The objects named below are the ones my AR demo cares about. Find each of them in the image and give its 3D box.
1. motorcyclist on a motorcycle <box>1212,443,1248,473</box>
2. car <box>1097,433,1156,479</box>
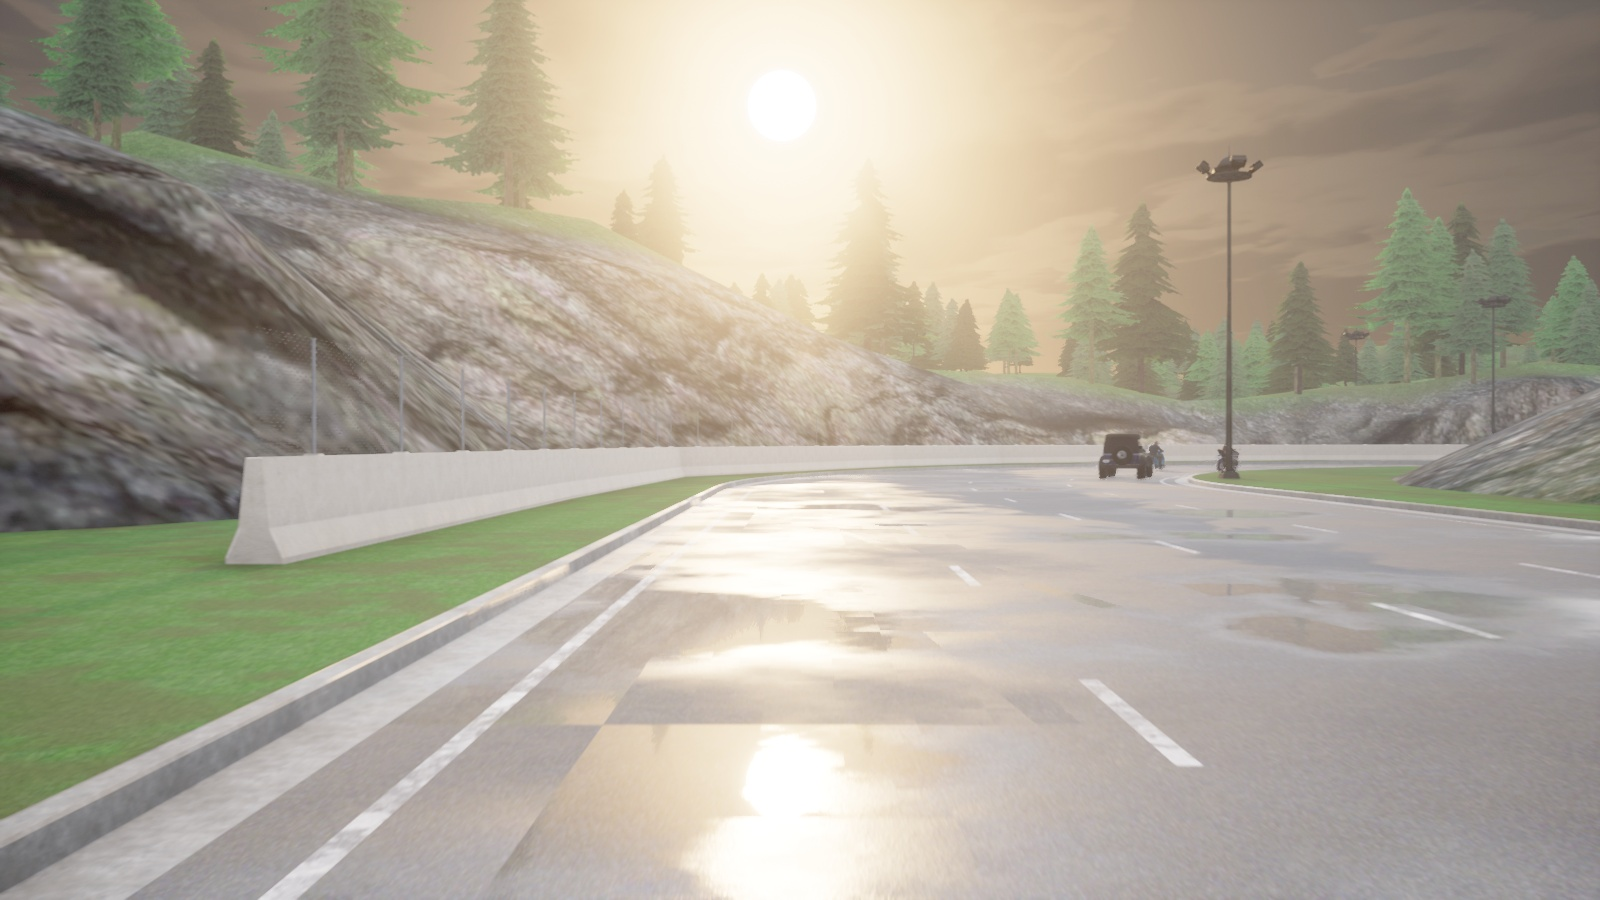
[{"bbox_3d":[22.561,0.428,65.878,2.191,1.530,0.866,0,2,-44],"label":"motorcyclist on a motorcycle"},{"bbox_3d":[13.900,0.253,53.329,1.905,1.878,3.866,0,0,23],"label":"car"}]
